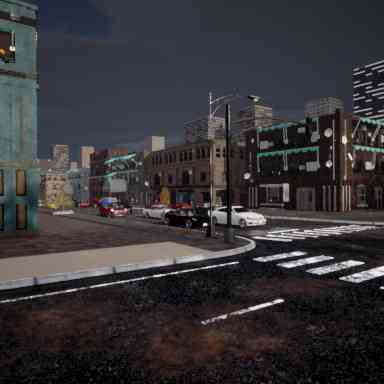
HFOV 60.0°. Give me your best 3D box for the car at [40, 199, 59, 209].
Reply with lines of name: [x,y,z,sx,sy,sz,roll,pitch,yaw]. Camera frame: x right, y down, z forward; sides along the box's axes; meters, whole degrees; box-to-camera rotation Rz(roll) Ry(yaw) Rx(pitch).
car: [-24.354,2.233,57.575,1.752,1.417,4.829,-1,0,-36]

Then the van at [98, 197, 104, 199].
van: [-14.422,1.907,58.083,1.690,1.788,3.998,-1,0,-36]

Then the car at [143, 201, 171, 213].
car: [-4.762,1.966,44.573,1.802,1.307,4.206,-2,0,-36]

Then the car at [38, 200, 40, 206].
car: [-30.889,2.376,66.721,2.008,1.369,4.403,-1,0,-36]

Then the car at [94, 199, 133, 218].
car: [-8.365,1.846,35.196,1.967,1.590,4.097,-1,0,-36]

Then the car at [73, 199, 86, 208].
car: [-20.578,2.230,62.263,1.994,1.385,4.181,-1,0,-36]

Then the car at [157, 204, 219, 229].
car: [-0.393,1.814,23.835,1.947,1.339,4.313,-2,0,-36]

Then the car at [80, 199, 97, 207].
car: [-20.854,2.227,67.091,1.887,1.381,4.507,-1,0,-36]

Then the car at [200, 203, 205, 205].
car: [1.673,1.810,35.566,2.008,1.369,4.403,-2,0,-36]

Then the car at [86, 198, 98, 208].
car: [-17.641,1.940,62.587,2.192,1.841,5.009,-1,0,-36]

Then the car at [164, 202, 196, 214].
car: [-1.545,1.904,40.070,1.802,1.307,4.206,-2,0,-36]

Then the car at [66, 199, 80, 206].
car: [-27.289,2.364,76.098,1.947,1.339,4.313,-1,0,-36]

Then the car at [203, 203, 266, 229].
car: [3.098,1.722,23.680,1.812,1.442,4.674,-1,0,-37]

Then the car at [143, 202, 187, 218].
car: [-2.860,1.915,31.967,1.895,1.301,4.718,-1,0,-36]
